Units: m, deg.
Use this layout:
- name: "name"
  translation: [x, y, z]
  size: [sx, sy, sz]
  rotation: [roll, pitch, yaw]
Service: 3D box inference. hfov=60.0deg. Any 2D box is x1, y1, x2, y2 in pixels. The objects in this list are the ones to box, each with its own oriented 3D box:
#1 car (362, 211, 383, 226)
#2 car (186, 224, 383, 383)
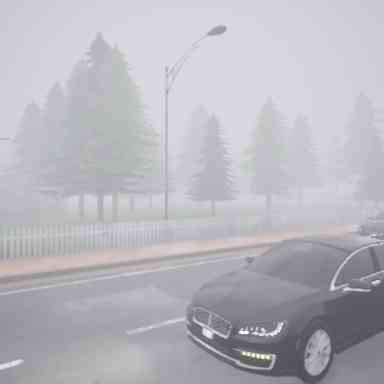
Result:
- name: "car"
  translation: [9.292, 1.526, 14.808]
  size: [4.892, 1.490, 1.837]
  rotation: [1, 0, -35]
- name: "car"
  translation: [2.180, 1.512, 5.515]
  size: [4.892, 1.490, 1.837]
  rotation: [0, 0, -35]
